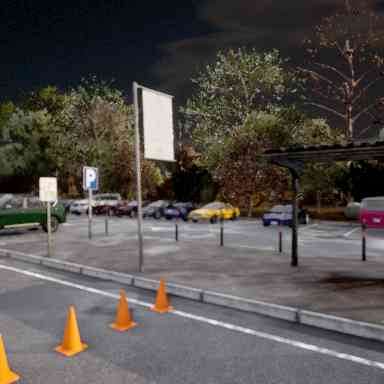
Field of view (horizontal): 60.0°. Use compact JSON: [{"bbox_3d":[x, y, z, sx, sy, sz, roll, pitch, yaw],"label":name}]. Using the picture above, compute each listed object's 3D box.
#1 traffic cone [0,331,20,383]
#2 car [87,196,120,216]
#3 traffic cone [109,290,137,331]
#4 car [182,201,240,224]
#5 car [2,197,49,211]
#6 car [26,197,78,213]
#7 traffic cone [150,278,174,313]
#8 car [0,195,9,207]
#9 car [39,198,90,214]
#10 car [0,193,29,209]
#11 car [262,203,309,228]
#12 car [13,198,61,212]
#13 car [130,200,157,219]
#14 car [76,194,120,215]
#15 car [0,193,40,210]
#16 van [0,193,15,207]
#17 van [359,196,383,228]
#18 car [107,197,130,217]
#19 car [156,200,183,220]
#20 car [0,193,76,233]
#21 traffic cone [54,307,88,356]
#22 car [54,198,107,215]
[{"bbox_3d":[-2.308,1.957,3.966,0.340,0.580,0.340,0,0,35],"label":"traffic cone"},{"bbox_3d":[-7.177,1.466,32.085,2.097,1.535,5.008,0,0,35],"label":"car"},{"bbox_3d":[-1.158,1.957,5.600,0.340,0.580,0.340,0,0,35],"label":"traffic cone"},{"bbox_3d":[1.800,1.475,25.551,1.946,1.575,5.366,0,0,35],"label":"car"},{"bbox_3d":[-20.801,1.452,41.675,2.163,1.488,4.792,0,0,35],"label":"car"},{"bbox_3d":[-16.164,1.444,38.611,1.946,1.575,5.366,0,0,35],"label":"car"},{"bbox_3d":[-0.584,1.957,6.416,0.340,0.580,0.340,0,0,36],"label":"traffic cone"},{"bbox_3d":[-29.798,1.332,48.182,1.946,1.575,5.366,1,0,35],"label":"car"},{"bbox_3d":[-14.000,1.455,36.861,2.097,1.535,5.008,0,0,35],"label":"car"},{"bbox_3d":[-25.344,1.133,44.863,2.435,2.045,5.566,1,0,35],"label":"car"},{"bbox_3d":[6.435,1.514,22.490,2.163,1.488,4.792,0,0,35],"label":"car"},{"bbox_3d":[-18.556,1.469,40.029,2.163,1.488,4.792,0,0,35],"label":"car"},{"bbox_3d":[-2.632,1.474,28.897,2.231,1.521,4.892,0,0,35],"label":"car"},{"bbox_3d":[-9.469,1.212,33.652,2.435,2.045,5.566,0,0,35],"label":"car"},{"bbox_3d":[-23.104,1.153,43.221,2.435,2.045,5.566,0,0,35],"label":"car"},{"bbox_3d":[-27.566,1.134,46.530,1.878,1.987,4.442,1,0,35],"label":"van"},{"bbox_3d":[11.062,1.265,19.421,1.878,1.987,4.442,0,0,35],"label":"van"},{"bbox_3d":[-4.905,1.469,30.491,2.097,1.535,5.008,0,0,35],"label":"car"},{"bbox_3d":[-0.348,1.505,27.321,2.163,1.488,4.792,0,0,35],"label":"car"},{"bbox_3d":[-9.454,1.221,17.663,2.435,2.045,5.566,0,0,35],"label":"car"},{"bbox_3d":[-1.733,1.957,4.783,0.340,0.580,0.340,0,0,35],"label":"traffic cone"},{"bbox_3d":[-11.727,1.462,35.264,2.231,1.521,4.892,0,0,35],"label":"car"}]
